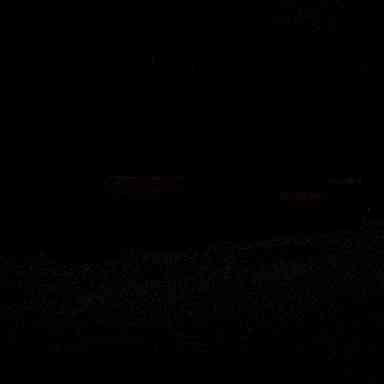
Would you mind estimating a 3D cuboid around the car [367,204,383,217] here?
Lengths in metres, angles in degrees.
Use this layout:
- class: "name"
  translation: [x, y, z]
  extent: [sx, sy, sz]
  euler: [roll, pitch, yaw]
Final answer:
- class: "car"
  translation: [20.873, 1.980, 34.808]
  extent: [1.812, 1.442, 4.674]
  euler: [-1, -1, -36]
